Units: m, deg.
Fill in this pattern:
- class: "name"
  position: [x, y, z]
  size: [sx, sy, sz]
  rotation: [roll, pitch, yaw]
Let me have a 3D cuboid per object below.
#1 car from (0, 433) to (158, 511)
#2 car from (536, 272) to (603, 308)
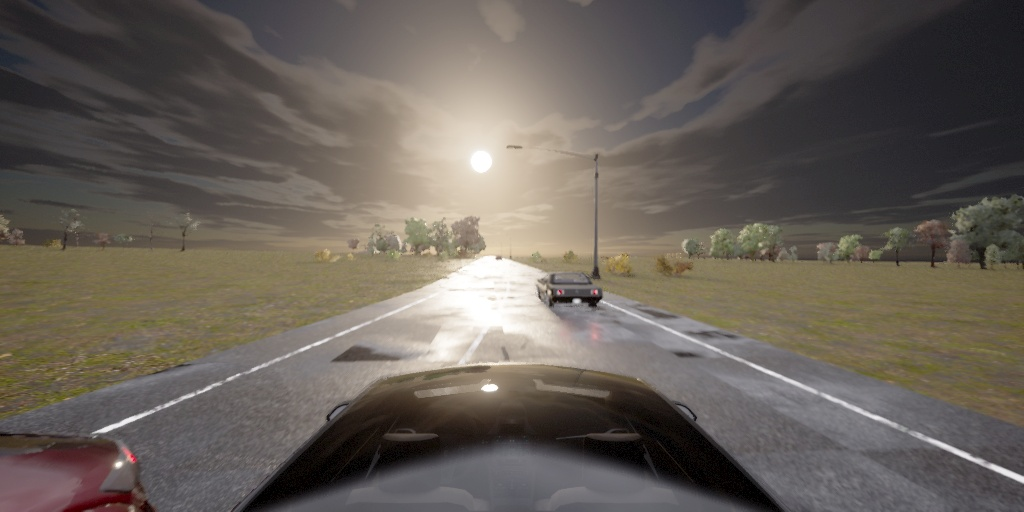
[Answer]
- class: "car"
  position: [-2.974, 1.300, 0.206]
  size: [1.994, 1.385, 4.181]
  rotation: [0, 0, 2]
- class: "car"
  position: [2.154, 1.294, 14.846]
  size: [1.895, 1.301, 4.718]
  rotation: [0, 0, -4]
